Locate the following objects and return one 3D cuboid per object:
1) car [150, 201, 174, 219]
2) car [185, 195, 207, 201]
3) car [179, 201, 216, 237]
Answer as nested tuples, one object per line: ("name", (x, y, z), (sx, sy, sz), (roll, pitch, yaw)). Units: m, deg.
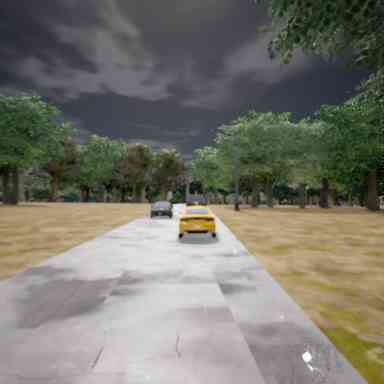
("car", (-2.700, 1.580, 30.720), (1.882, 1.535, 5.008), (0, 0, 1))
("car", (0.454, 1.334, 37.149), (2.150, 2.045, 5.566), (0, 0, 1))
("car", (0.281, 1.511, 18.390), (1.882, 1.535, 5.008), (0, 0, 1))
